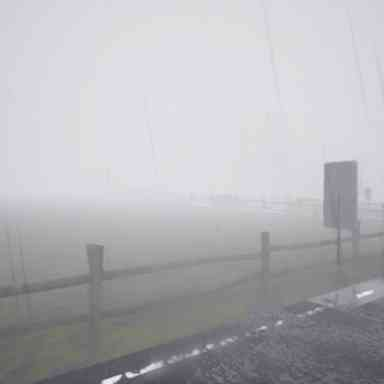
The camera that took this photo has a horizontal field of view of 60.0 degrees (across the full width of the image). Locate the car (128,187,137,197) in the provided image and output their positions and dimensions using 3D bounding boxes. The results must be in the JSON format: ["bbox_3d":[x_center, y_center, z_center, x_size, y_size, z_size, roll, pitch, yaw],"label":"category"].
[{"bbox_3d":[-10.028,0.002,62.337,2.150,2.045,5.566,1,1,-35],"label":"car"}]

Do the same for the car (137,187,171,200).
[{"bbox_3d":[-5.942,0.217,51.620,2.150,2.045,5.566,1,1,-34],"label":"car"}]

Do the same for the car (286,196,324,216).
[{"bbox_3d":[10.343,1.125,28.296,1.882,1.535,5.008,1,1,-35],"label":"car"}]

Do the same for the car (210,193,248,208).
[{"bbox_3d":[4.108,0.872,37.197,1.882,1.535,5.008,1,1,-35],"label":"car"}]

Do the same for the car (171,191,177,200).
[{"bbox_3d":[-4.295,0.496,54.233,2.128,1.511,4.902,1,1,-35],"label":"car"}]
